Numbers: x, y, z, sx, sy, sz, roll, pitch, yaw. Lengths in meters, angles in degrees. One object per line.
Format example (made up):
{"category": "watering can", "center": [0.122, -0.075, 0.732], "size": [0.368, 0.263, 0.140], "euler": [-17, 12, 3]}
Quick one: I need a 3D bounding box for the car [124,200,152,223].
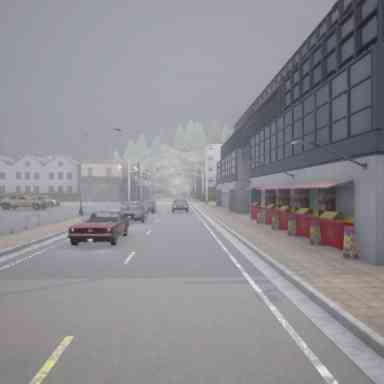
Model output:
{"category": "car", "center": [-4.436, 1.563, 25.078], "size": [1.994, 1.385, 4.181], "euler": [0, 0, -2]}

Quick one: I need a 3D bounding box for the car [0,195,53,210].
{"category": "car", "center": [-19.079, 1.169, 37.847], "size": [5.027, 1.636, 2.152], "euler": [0, 0, -2]}

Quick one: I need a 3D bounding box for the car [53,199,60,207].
{"category": "car", "center": [-19.650, 1.248, 44.248], "size": [3.806, 1.475, 1.970], "euler": [0, 0, -2]}

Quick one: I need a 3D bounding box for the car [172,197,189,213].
{"category": "car", "center": [-1.323, 1.547, 37.722], "size": [2.033, 1.411, 5.357], "euler": [0, 0, -2]}

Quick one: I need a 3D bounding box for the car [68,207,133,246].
{"category": "car", "center": [-4.139, 1.601, 15.467], "size": [1.895, 1.301, 4.718], "euler": [0, 0, -2]}

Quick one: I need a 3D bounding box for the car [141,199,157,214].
{"category": "car", "center": [-4.857, 1.492, 35.856], "size": [2.128, 1.511, 4.902], "euler": [0, 0, -2]}

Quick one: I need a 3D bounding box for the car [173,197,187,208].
{"category": "car", "center": [-1.753, 1.505, 48.209], "size": [1.837, 1.490, 4.892], "euler": [0, 0, -2]}
